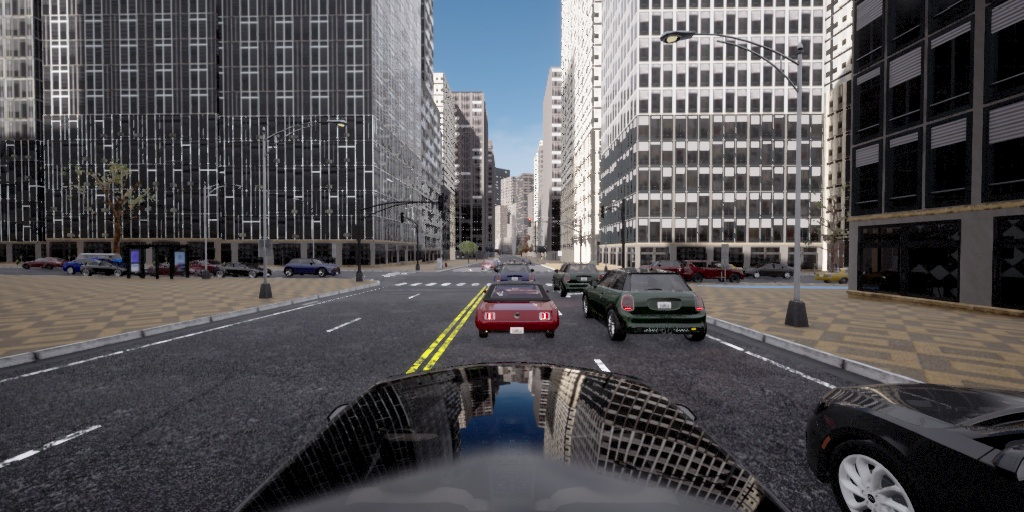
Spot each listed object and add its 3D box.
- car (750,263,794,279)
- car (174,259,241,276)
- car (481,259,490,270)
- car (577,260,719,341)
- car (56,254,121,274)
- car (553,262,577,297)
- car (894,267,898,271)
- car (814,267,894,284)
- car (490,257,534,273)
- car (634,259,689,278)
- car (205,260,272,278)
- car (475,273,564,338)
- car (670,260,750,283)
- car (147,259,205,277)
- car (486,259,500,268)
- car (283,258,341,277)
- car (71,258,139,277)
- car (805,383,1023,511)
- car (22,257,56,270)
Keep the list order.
[{"bbox_3d":[24.959,1.441,35.207,4.892,1.490,1.837,0,1,1],"label":"car"},{"bbox_3d":[-27.959,1.042,33.027,4.674,1.442,1.812,1,1,1],"label":"car"},{"bbox_3d":[-3.241,1.241,50.572,1.812,1.442,4.674,0,0,0],"label":"car"},{"bbox_3d":[3.356,1.098,10.008,2.097,1.767,4.553,0,0,0],"label":"car"},{"bbox_3d":[-38.432,0.898,33.260,5.008,1.535,1.882,1,1,2],"label":"car"},{"bbox_3d":[3.379,1.093,18.945,2.097,1.767,4.553,0,0,0],"label":"car"},{"bbox_3d":[33.160,1.685,29.276,4.207,1.307,1.802,0,0,1],"label":"car"},{"bbox_3d":[27.691,1.579,29.380,4.829,1.417,1.751,0,0,1],"label":"car"},{"bbox_3d":[0.130,1.092,19.097,2.097,1.767,4.553,0,0,0],"label":"car"},{"bbox_3d":[14.683,1.198,35.461,4.553,1.767,2.097,1,1,2],"label":"car"},{"bbox_3d":[-22.681,1.174,30.199,4.313,1.339,1.948,0,0,1],"label":"car"},{"bbox_3d":[0.112,1.347,10.104,1.895,1.301,4.718,0,0,0],"label":"car"},{"bbox_3d":[16.243,1.269,29.599,5.009,1.841,2.192,0,0,1],"label":"car"},{"bbox_3d":[-28.365,1.138,30.343,4.207,1.307,1.802,0,0,1],"label":"car"},{"bbox_3d":[-3.217,1.251,60.260,2.033,1.411,5.357,0,0,0],"label":"car"},{"bbox_3d":[-18.178,0.957,32.770,4.553,1.767,2.097,1,1,2],"label":"car"},{"bbox_3d":[-34.045,1.069,30.527,4.313,1.339,1.948,0,0,1],"label":"car"},{"bbox_3d":[3.341,1.255,0.953,1.837,1.490,4.892,0,0,0],"label":"car"},{"bbox_3d":[-50.902,0.793,39.335,4.207,1.307,1.802,0,0,1],"label":"car"}]
